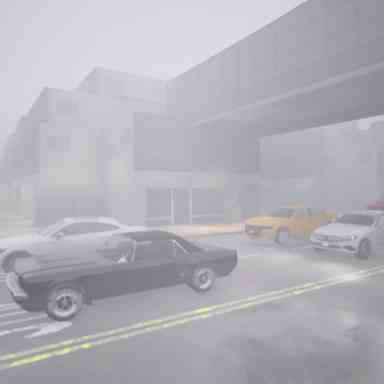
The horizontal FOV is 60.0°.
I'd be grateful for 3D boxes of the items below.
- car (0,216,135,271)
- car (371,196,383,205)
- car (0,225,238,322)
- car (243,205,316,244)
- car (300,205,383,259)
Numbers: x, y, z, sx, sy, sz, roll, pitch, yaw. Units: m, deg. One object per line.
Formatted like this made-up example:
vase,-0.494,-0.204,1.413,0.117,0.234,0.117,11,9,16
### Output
car,-3.569,1.487,10.085,4.674,1.442,1.812,0,0,-30
car,13.003,1.031,20.575,5.566,2.045,2.150,-1,0,-32
car,-1.361,1.567,7.269,4.718,1.301,1.895,-1,0,-33
car,4.586,1.365,15.215,5.008,1.535,1.882,0,0,-32
car,6.353,1.421,12.191,4.674,1.442,1.812,-1,0,-32
